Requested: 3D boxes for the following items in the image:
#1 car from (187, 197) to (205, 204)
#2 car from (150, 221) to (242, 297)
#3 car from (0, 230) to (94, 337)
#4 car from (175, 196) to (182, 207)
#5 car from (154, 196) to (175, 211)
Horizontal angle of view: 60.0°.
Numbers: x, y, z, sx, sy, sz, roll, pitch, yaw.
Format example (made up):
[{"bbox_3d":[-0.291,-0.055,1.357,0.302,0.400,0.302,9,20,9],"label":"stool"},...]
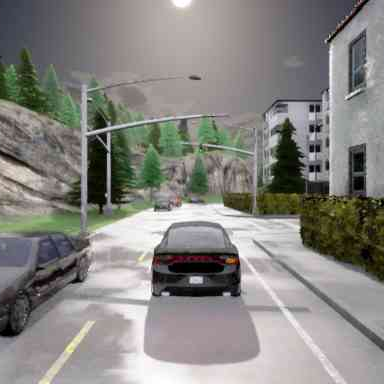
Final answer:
[{"bbox_3d":[0.682,1.560,61.490,1.994,1.385,4.181,0,0,29],"label":"car"},{"bbox_3d":[0.097,1.477,8.631,1.882,1.535,5.008,0,0,0],"label":"car"},{"bbox_3d":[-3.586,1.547,6.894,2.033,1.411,5.357,0,0,0],"label":"car"},{"bbox_3d":[-2.879,1.349,49.954,2.097,1.767,4.553,0,0,8],"label":"car"},{"bbox_3d":[-3.410,1.502,39.827,1.837,1.490,4.892,0,0,2],"label":"car"}]
